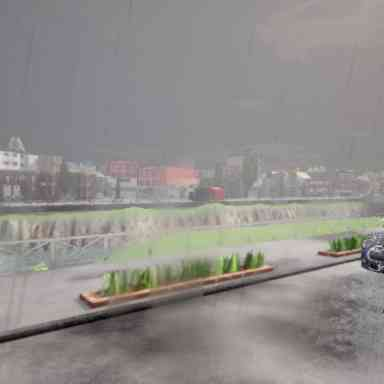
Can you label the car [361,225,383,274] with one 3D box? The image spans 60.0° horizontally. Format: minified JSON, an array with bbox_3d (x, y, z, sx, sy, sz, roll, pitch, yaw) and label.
[{"bbox_3d":[6.790,1.337,9.448,4.553,1.767,2.097,0,0,-35],"label":"car"}]
